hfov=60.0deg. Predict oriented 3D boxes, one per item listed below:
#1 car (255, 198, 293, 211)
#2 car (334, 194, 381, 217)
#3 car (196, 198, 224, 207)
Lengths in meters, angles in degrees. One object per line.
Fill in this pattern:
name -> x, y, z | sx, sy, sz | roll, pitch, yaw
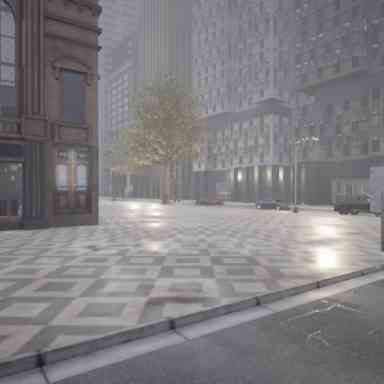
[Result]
car -> 9.513, 1.460, 38.956 | 1.837, 1.490, 4.892 | 0, 0, -36
car -> 15.759, 1.194, 30.237 | 2.150, 2.045, 5.566 | 0, 0, -36
car -> 2.604, 1.536, 48.623 | 1.895, 1.301, 4.718 | 0, 0, -35
